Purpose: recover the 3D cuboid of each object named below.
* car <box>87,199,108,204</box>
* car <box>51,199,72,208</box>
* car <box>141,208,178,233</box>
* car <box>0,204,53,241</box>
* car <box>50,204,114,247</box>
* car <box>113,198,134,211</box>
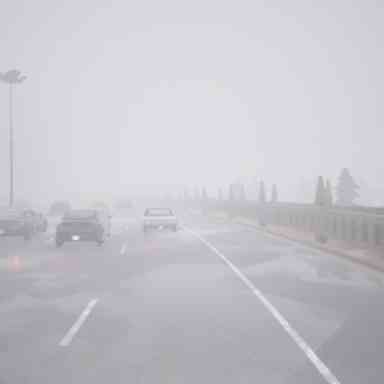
[{"bbox_3d":[-9.413,1.469,33.322,1.882,1.535,5.008,0,0,-19],"label":"car"},{"bbox_3d":[-13.465,1.483,34.249,1.882,1.535,5.008,0,0,-20],"label":"car"},{"bbox_3d":[-2.070,1.582,19.806,1.895,1.301,4.718,0,0,-11],"label":"car"},{"bbox_3d":[-8.610,1.536,16.557,1.812,1.442,4.674,0,0,-10],"label":"car"},{"bbox_3d":[-4.827,1.503,15.148,1.837,1.490,4.892,0,0,-9],"label":"car"},{"bbox_3d":[-8.317,1.482,40.201,1.837,1.490,4.892,0,0,-22],"label":"car"}]
